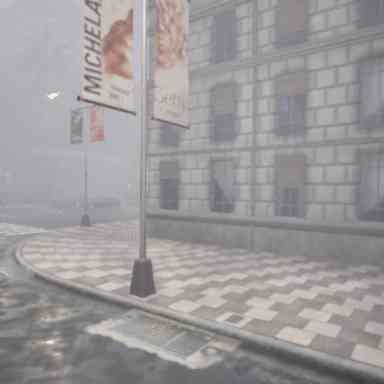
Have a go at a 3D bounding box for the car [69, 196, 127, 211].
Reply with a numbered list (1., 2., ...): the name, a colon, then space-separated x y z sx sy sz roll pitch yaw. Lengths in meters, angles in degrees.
1. car: -9.523 1.126 33.888 2.128 1.511 4.902 1 1 37

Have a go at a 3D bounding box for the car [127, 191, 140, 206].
1. car: -6.180 0.812 44.281 2.150 2.045 5.566 1 1 37

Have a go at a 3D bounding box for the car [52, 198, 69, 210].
1. car: -12.285 1.135 36.076 2.033 1.411 5.357 1 1 36
